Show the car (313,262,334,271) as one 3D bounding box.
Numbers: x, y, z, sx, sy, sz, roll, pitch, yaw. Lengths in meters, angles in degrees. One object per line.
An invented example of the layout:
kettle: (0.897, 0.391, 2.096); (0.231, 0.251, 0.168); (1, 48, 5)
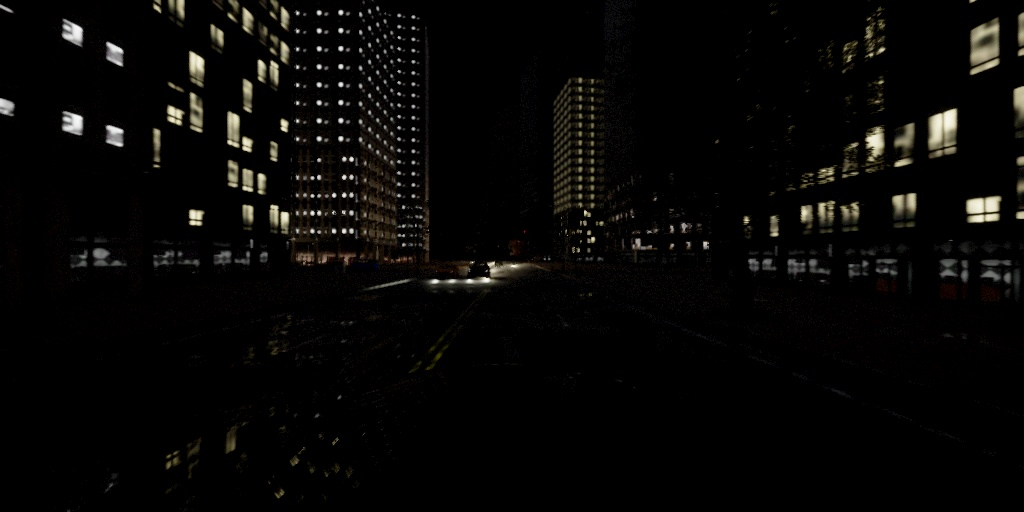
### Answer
car: (-28.208, 1.549, 55.280); (4.507, 1.381, 1.888); (0, 0, 1)

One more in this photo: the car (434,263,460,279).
car: (-6.532, 1.505, 36.482); (1.882, 1.535, 5.008); (0, -1, 1)

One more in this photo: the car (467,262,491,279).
car: (-3.283, 1.379, 36.512); (2.097, 1.767, 4.553); (0, 0, 0)

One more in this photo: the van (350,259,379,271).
van: (-22.670, 1.371, 55.235); (3.998, 1.789, 1.690); (0, 0, 1)
